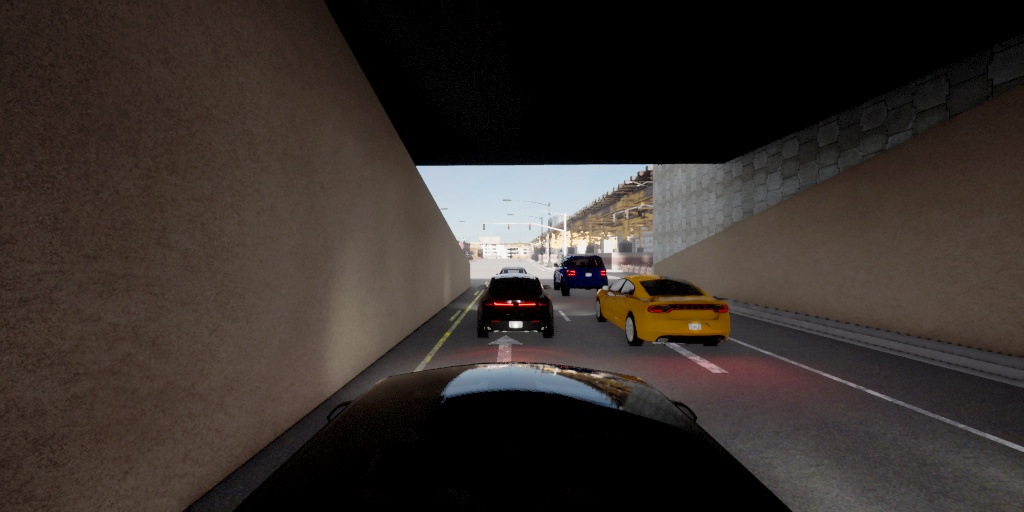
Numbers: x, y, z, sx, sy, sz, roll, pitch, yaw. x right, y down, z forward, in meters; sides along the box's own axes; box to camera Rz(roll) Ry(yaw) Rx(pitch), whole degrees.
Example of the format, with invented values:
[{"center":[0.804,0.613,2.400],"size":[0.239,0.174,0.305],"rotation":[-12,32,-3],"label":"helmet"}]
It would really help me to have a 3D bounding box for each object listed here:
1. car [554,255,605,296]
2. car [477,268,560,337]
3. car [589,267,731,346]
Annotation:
[{"center":[3.578,0.971,19.448],"size":[2.150,2.045,5.566],"rotation":[0,0,0],"label":"car"},{"center":[0.081,1.255,10.279],"size":[1.837,1.490,4.892],"rotation":[0,0,0],"label":"car"},{"center":[3.578,1.228,9.478],"size":[1.882,1.535,5.008],"rotation":[0,0,0],"label":"car"}]
